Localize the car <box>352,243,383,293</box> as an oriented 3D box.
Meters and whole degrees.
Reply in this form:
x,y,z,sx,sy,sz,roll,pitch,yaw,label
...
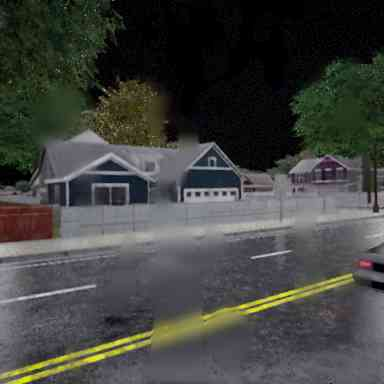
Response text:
x,y,z,sx,sy,sz,roll,pitch,yaw,label
5.784,1.460,7.556,5.357,1.411,2.033,-1,0,-36,car
